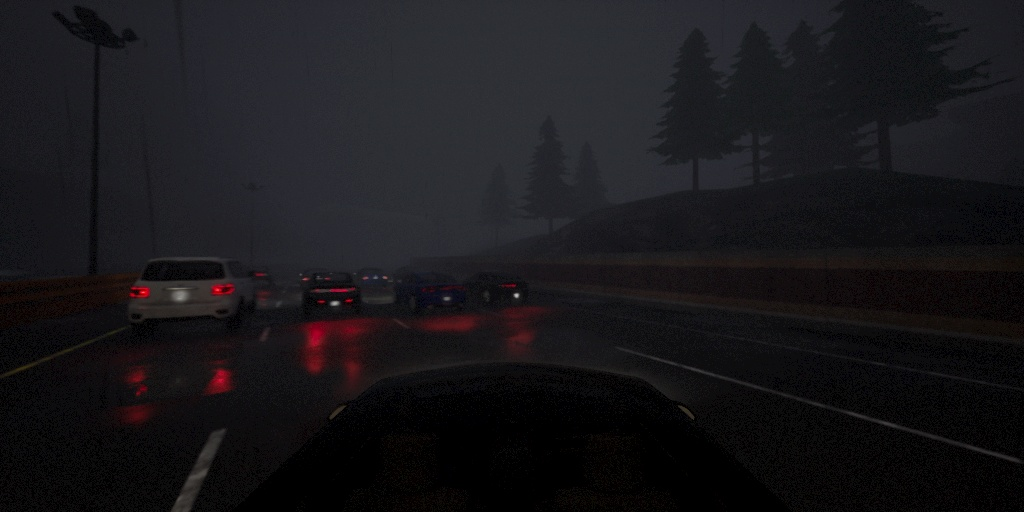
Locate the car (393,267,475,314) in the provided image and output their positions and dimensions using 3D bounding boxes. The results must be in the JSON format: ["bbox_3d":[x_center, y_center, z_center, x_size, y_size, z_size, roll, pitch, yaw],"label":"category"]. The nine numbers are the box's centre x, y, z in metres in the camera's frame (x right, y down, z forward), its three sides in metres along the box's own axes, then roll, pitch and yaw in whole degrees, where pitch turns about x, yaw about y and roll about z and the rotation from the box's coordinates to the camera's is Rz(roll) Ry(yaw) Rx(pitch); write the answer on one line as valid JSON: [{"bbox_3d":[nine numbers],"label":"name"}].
[{"bbox_3d":[-3.535,1.373,14.827,1.882,1.535,5.008,1,-1,-30],"label":"car"}]

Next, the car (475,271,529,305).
[{"bbox_3d":[-1.005,1.444,17.441,1.837,1.490,4.892,1,0,-30],"label":"car"}]

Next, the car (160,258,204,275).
[{"bbox_3d":[-43.329,1.339,47.246,2.150,2.045,5.566,0,-1,-19],"label":"car"}]

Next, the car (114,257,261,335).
[{"bbox_3d":[-9.460,1.047,11.096,2.150,2.045,5.566,1,-1,-30],"label":"car"}]

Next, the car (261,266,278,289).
[{"bbox_3d":[-17.639,1.449,24.970,2.128,1.511,4.902,1,-1,-29],"label":"car"}]

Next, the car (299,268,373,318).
[{"bbox_3d":[-6.961,1.358,13.759,2.128,1.511,4.902,1,-1,-30],"label":"car"}]

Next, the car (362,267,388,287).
[{"bbox_3d":[-10.557,1.557,26.655,2.033,1.411,5.357,1,-1,-30],"label":"car"}]
